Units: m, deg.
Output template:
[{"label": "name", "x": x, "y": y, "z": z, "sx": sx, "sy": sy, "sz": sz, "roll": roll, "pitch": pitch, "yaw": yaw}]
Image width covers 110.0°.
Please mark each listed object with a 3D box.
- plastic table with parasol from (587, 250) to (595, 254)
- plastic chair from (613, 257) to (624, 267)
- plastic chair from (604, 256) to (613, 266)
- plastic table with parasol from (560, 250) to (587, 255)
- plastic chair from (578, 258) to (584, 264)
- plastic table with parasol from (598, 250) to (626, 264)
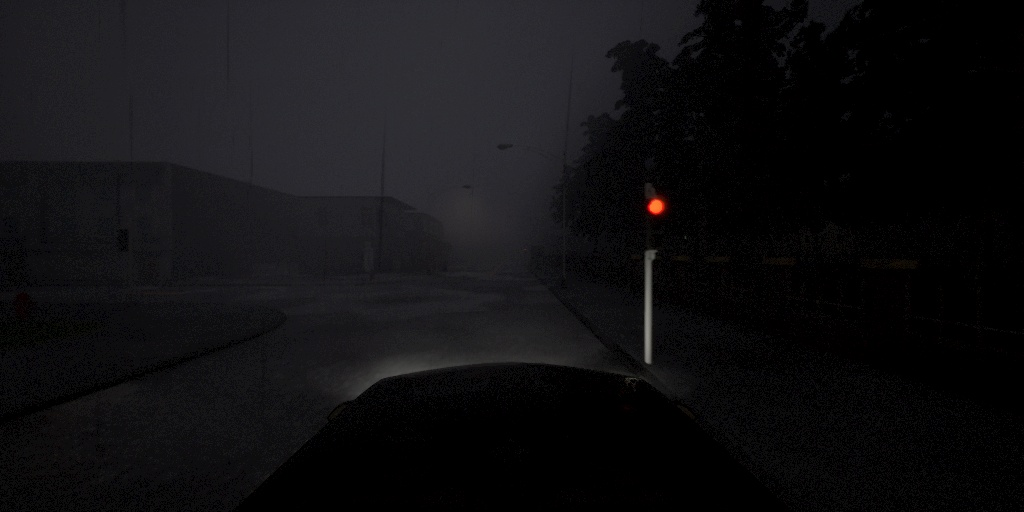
[{"label": "plastic table with parasol", "x": 14.686, "y": 0.262, "z": 63.412, "sx": 2.482, "sy": 2.480, "sz": 2.482, "roll": 0, "pitch": 0, "yaw": -42}, {"label": "plastic chair", "x": 16.039, "y": 0.946, "z": 54.199, "sx": 0.750, "sy": 1.272, "sz": 0.730, "roll": 0, "pitch": 0, "yaw": -40}, {"label": "plastic chair", "x": 14.333, "y": 0.956, "z": 54.297, "sx": 0.730, "sy": 1.272, "sz": 0.750, "roll": 0, "pitch": 0, "yaw": -35}, {"label": "plastic table with parasol", "x": 9.988, "y": 0.310, "z": 57.938, "sx": 2.482, "sy": 2.480, "sz": 2.482, "roll": 0, "pitch": 0, "yaw": -40}, {"label": "plastic chair", "x": 10.720, "y": 0.942, "z": 56.941, "sx": 0.750, "sy": 1.272, "sz": 0.730, "roll": 0, "pitch": 0, "yaw": -40}, {"label": "plastic table with parasol", "x": 15.307, "y": 0.338, "z": 55.198, "sx": 2.482, "sy": 2.480, "sz": 2.482, "roll": 0, "pitch": 0, "yaw": -40}]
